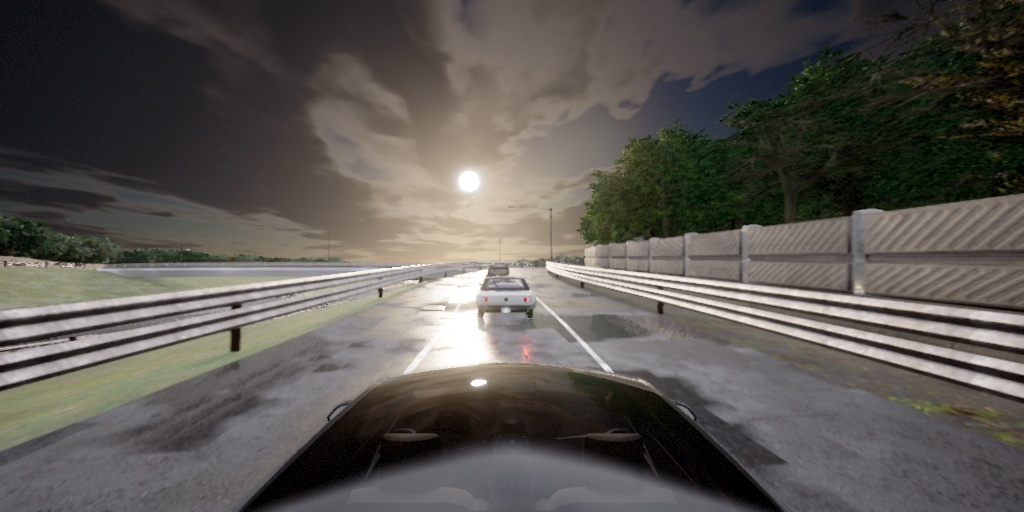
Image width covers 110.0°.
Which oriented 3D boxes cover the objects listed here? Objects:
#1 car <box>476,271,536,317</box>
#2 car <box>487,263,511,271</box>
[{"bbox_3d":[-0.294,1.386,13.233,1.895,1.301,4.718,0,0,-3],"label":"car"},{"bbox_3d":[-1.098,1.316,30.546,2.128,1.511,4.902,0,0,-1],"label":"car"}]
